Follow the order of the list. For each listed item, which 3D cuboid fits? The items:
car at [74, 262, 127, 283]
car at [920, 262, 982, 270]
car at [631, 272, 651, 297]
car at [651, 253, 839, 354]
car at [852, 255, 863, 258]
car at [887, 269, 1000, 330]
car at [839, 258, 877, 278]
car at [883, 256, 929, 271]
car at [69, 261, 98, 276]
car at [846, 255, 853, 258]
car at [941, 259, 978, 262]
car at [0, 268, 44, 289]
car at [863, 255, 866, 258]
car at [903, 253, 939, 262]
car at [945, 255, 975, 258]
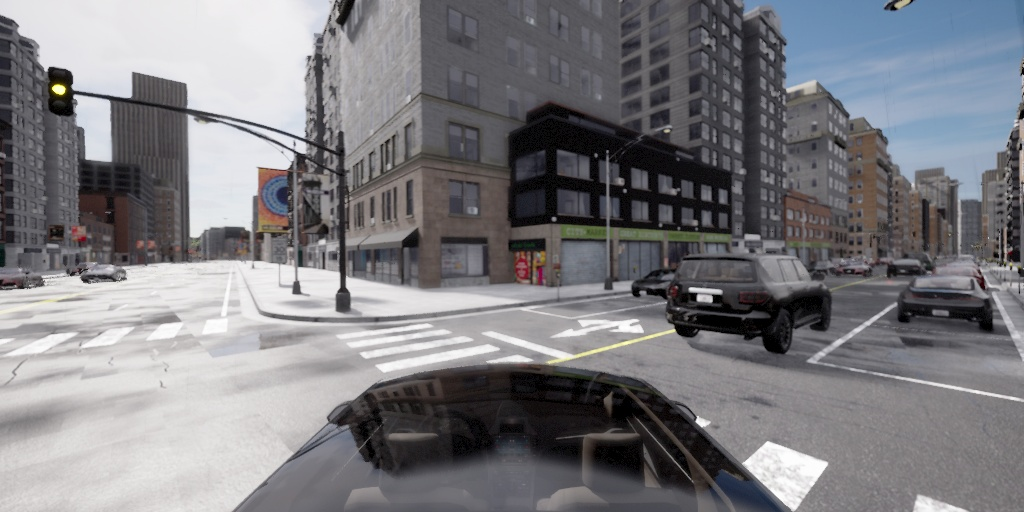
[{"bbox_3d":[-34.134,1.450,30.155,2.033,1.411,5.357,-1,0,-38],"label":"car"},{"bbox_3d":[21.732,1.159,17.561,4.507,1.381,1.888,0,0,-38],"label":"car"},{"bbox_3d":[7.561,1.263,17.329,4.313,1.339,1.948,0,0,-38],"label":"car"},{"bbox_3d":[6.053,0.944,8.972,5.566,2.045,2.150,0,0,-38],"label":"car"},{"bbox_3d":[38.827,0.957,41.687,4.097,1.591,1.967,0,0,-38],"label":"car"},{"bbox_3d":[12.799,1.229,10.602,4.403,1.370,2.007,0,0,-38],"label":"car"},{"bbox_3d":[30.027,1.122,31.477,4.181,1.385,1.994,0,0,-37],"label":"car"},{"bbox_3d":[32.300,1.026,29.333,5.008,1.535,1.882,0,0,-38],"label":"car"},{"bbox_3d":[-43.269,1.244,36.763,1.994,1.385,4.181,-1,0,-38],"label":"car"},{"bbox_3d":[34.361,0.975,38.207,4.097,1.591,1.967,0,0,-38],"label":"car"},{"bbox_3d":[30.664,1.105,24.520,4.507,1.381,1.888,0,0,-38],"label":"car"},{"bbox_3d":[-33.294,1.492,23.755,1.994,1.385,4.181,-1,0,-38],"label":"car"},{"bbox_3d":[43.294,0.817,45.166,5.009,1.841,2.192,0,0,-38],"label":"car"},{"bbox_3d":[40.432,0.734,35.721,5.566,2.045,2.150,0,0,-38],"label":"car"},{"bbox_3d":[44.063,0.938,34.958,4.097,1.591,1.967,0,0,-38],"label":"car"}]
